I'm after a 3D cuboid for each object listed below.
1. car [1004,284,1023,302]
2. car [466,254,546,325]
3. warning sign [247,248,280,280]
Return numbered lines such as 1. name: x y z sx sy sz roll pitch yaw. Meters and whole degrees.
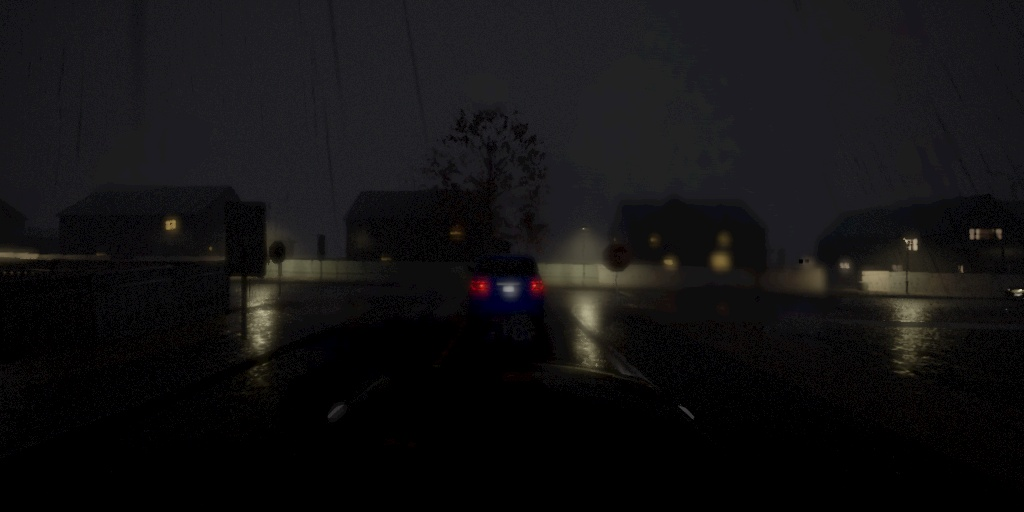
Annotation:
1. car: 31.075 1.995 20.249 4.902 1.511 2.128 1 0 0
2. car: -0.333 0.953 11.964 2.150 2.045 5.566 1 0 -6
3. warning sign: -15.705 0.588 22.697 1.060 1.860 1.300 0 0 0
